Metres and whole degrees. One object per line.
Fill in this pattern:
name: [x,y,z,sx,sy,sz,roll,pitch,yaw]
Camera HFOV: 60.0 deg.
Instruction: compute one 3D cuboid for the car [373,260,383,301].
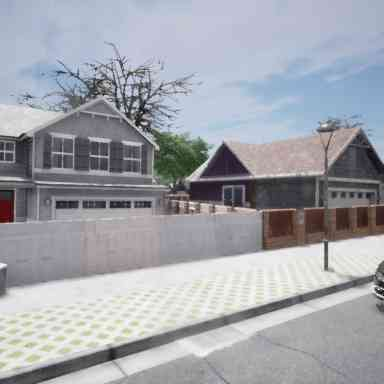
car: [5.761,1.501,7.029,4.892,1.490,1.837,0,0,-34]
